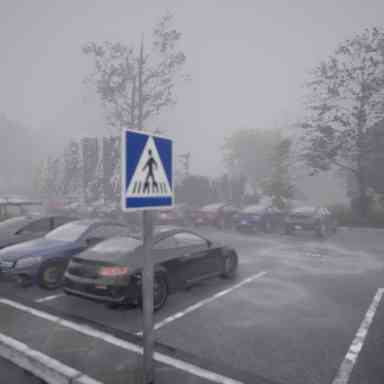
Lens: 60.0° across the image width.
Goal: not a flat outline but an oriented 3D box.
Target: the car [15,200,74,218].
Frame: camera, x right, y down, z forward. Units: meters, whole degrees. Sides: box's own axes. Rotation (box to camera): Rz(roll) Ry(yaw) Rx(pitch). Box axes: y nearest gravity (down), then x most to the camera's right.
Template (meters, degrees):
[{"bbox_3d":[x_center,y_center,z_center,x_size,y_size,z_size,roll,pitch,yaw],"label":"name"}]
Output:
[{"bbox_3d":[-14.340,1.564,32.589,2.231,1.521,4.892,0,0,35],"label":"car"}]

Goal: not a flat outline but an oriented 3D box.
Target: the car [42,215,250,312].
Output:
[{"bbox_3d":[-0.649,1.486,7.675,2.002,1.452,4.674,0,0,35],"label":"car"}]

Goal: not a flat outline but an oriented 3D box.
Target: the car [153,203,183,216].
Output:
[{"bbox_3d":[-0.441,1.515,22.902,2.163,1.488,4.792,0,0,35],"label":"car"}]

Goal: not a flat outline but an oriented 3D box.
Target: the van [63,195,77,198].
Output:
[{"bbox_3d":[-11.962,1.324,31.060,1.878,1.987,4.442,0,0,35],"label":"van"}]

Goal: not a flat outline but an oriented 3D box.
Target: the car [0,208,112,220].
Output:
[{"bbox_3d":[-5.297,1.502,10.891,2.163,1.488,4.792,0,0,35],"label":"car"}]

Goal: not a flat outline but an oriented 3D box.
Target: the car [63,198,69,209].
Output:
[{"bbox_3d":[-9.814,1.537,29.423,2.097,1.535,5.008,0,0,35],"label":"car"}]

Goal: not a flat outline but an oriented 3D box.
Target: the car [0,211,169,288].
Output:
[{"bbox_3d":[-2.963,1.500,9.298,2.002,1.452,4.674,0,0,35],"label":"car"}]

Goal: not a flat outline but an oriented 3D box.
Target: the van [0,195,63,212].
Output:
[{"bbox_3d":[-7.530,1.260,12.630,1.878,1.987,4.442,0,0,35],"label":"van"}]

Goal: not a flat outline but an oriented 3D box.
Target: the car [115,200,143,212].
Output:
[{"bbox_3d":[-2.872,1.498,24.571,2.097,1.535,5.008,0,0,35],"label":"car"}]

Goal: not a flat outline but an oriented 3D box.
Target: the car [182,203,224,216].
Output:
[{"bbox_3d":[1.854,1.472,21.257,2.097,1.535,5.008,0,0,35],"label":"car"}]

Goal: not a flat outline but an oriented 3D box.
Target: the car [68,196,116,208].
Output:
[{"bbox_3d":[-7.486,1.399,27.827,2.185,1.767,4.553,0,0,35],"label":"car"}]

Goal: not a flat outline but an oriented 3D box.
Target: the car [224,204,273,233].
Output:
[{"bbox_3d":[4.168,1.459,19.639,2.097,1.535,5.008,0,0,35],"label":"car"}]

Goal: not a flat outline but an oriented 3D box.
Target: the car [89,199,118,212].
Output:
[{"bbox_3d":[-5.192,1.511,26.180,2.097,1.535,5.008,0,0,35],"label":"car"}]

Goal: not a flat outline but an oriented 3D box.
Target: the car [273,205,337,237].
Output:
[{"bbox_3d":[6.484,1.447,18.022,2.231,1.521,4.892,0,0,35],"label":"car"}]
